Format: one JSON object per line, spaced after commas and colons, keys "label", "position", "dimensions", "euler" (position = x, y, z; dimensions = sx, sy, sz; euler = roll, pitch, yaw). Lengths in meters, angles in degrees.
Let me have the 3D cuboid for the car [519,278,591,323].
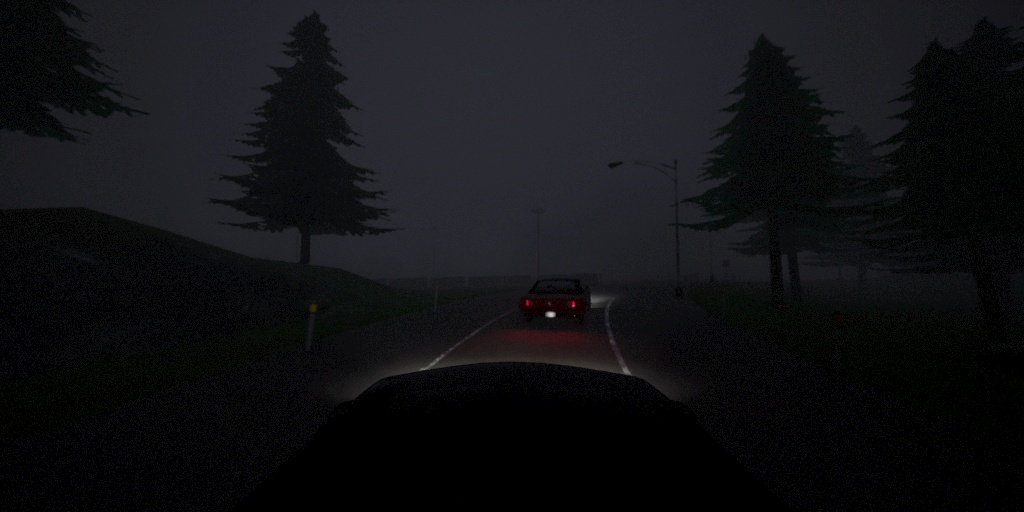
{"label": "car", "position": [1.682, 1.408, 12.361], "dimensions": [1.895, 1.301, 4.718], "euler": [-1, -1, 15]}
